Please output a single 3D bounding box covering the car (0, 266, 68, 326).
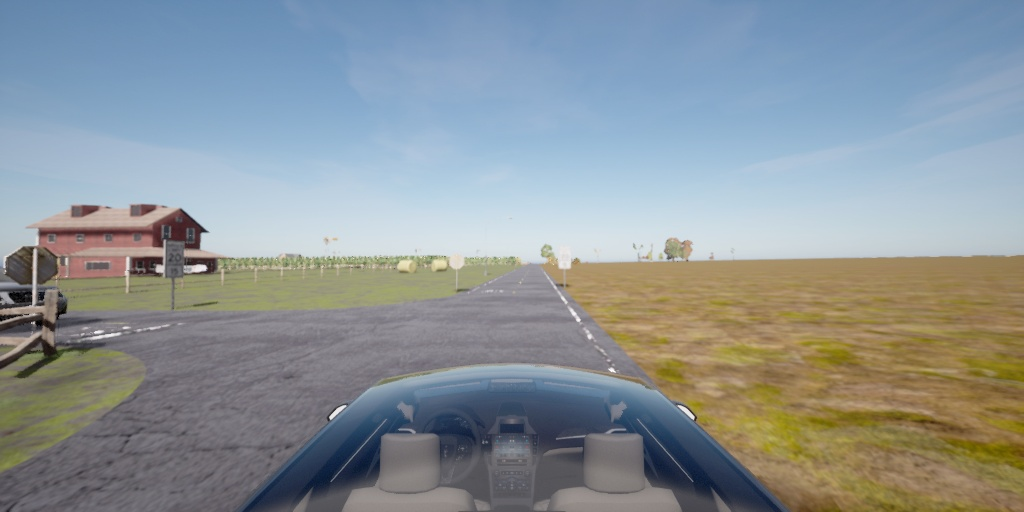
[{"bbox_3d":[-16.767,1.205,10.648,5.566,2.045,2.150,-1,-1,4],"label":"car"}]
